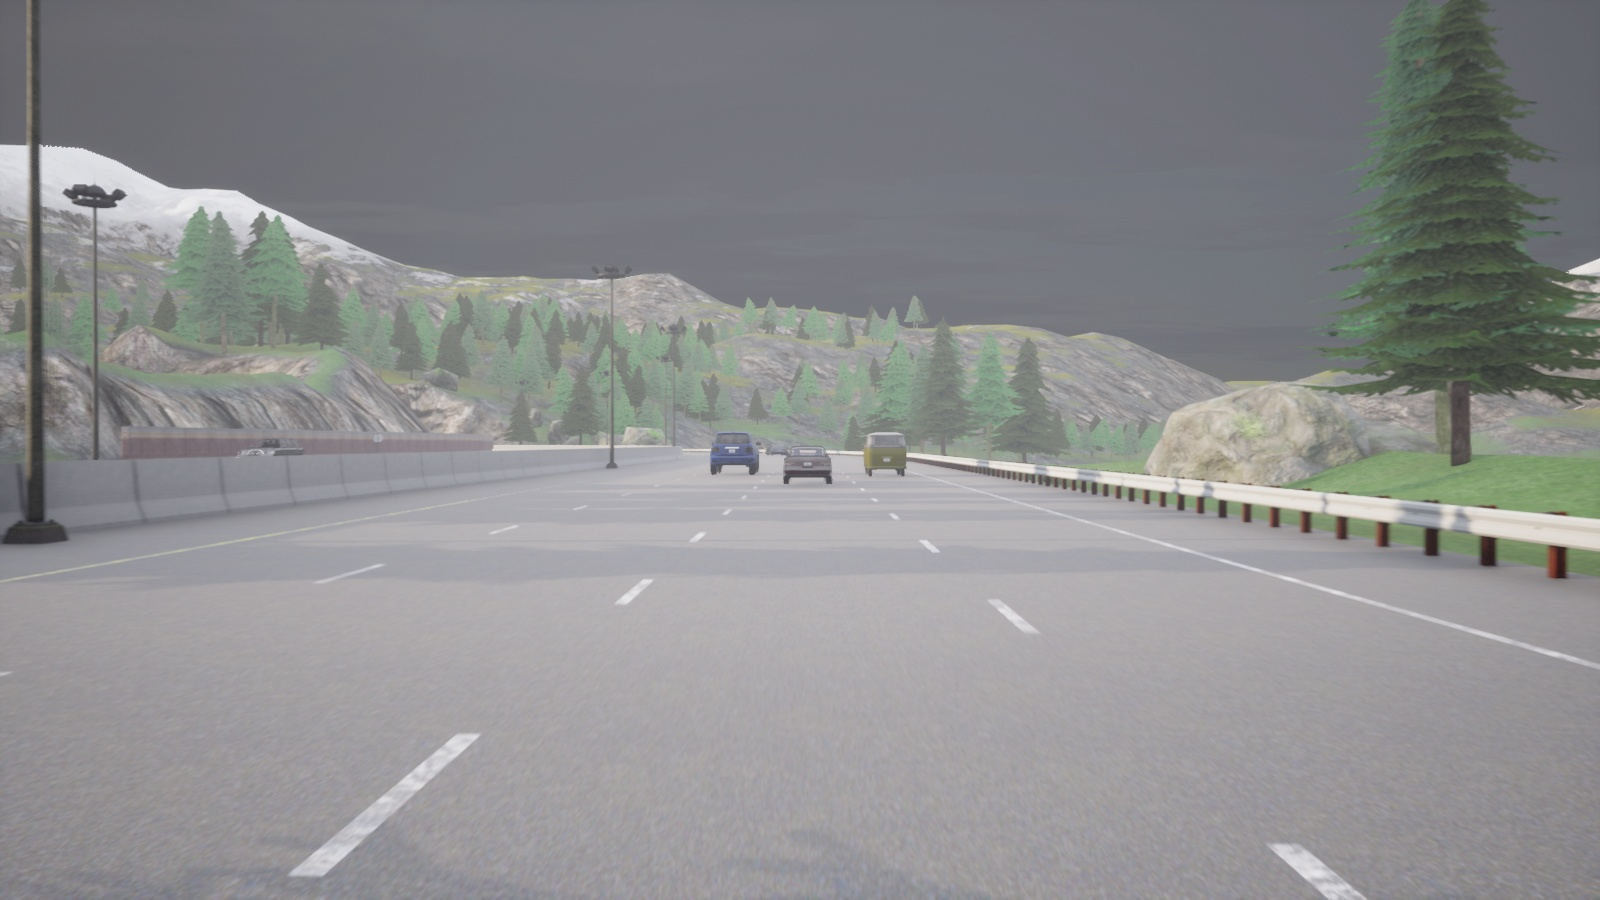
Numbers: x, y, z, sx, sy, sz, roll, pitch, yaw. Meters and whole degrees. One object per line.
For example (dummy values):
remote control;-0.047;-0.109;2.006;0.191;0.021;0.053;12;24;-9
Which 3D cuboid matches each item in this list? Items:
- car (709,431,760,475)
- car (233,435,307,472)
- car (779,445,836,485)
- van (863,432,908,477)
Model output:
car;-3.135;0.123;60.926;2.150;2.045;5.566;0;0;0
car;-27.610;0.175;65.589;1.932;1.855;4.605;0;0;0
car;0.286;0.530;47.356;2.033;1.411;5.357;0;0;0
van;3.844;0.182;57.186;1.775;1.987;4.442;0;0;0
